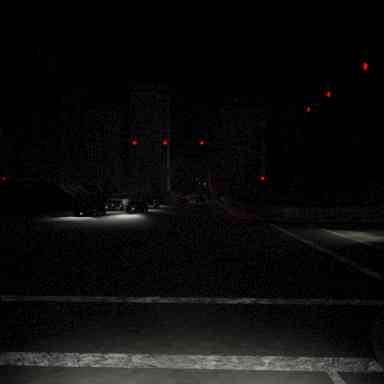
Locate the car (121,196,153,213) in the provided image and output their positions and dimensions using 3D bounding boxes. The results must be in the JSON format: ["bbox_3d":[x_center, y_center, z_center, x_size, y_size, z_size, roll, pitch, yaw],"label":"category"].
[{"bbox_3d":[-6.086,1.491,37.181,2.128,1.511,4.902,0,0,1],"label":"car"}]

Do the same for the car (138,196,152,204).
[{"bbox_3d":[-8.908,1.526,63.384,1.812,1.442,4.674,0,0,2],"label":"car"}]

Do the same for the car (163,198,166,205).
[{"bbox_3d":[-5.590,1.547,57.108,2.033,1.411,5.357,0,0,2],"label":"car"}]

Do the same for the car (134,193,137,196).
[{"bbox_3d":[-9.195,1.221,53.026,2.150,2.045,5.566,0,0,1],"label":"car"}]

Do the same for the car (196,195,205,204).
[{"bbox_3d":[1.694,1.505,65.310,1.837,1.490,4.892,0,0,1],"label":"car"}]

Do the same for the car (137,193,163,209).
[{"bbox_3d":[-5.853,1.221,46.752,2.150,2.045,5.566,0,0,1],"label":"car"}]

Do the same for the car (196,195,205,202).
[{"bbox_3d":[1.915,1.352,74.527,2.128,1.511,4.902,0,0,1],"label":"car"}]

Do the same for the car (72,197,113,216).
[{"bbox_3d":[-9.769,1.547,32.482,2.033,1.411,5.357,0,0,4],"label":"car"}]

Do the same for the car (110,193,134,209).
[{"bbox_3d":[-9.454,1.221,42.662,2.150,2.045,5.566,0,0,1],"label":"car"}]

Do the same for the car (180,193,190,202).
[{"bbox_3d":[-1.584,1.182,74.582,2.097,1.767,4.553,0,0,1],"label":"car"}]

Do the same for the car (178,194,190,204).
[{"bbox_3d":[-1.790,1.564,66.021,1.994,1.385,4.181,0,0,1],"label":"car"}]
